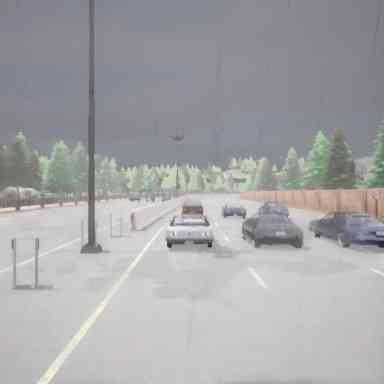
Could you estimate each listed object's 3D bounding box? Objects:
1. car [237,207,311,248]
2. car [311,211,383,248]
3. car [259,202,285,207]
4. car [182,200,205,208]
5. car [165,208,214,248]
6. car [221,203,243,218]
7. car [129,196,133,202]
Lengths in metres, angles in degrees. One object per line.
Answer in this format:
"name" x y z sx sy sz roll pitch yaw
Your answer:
"car" 3.401 1.570 14.694 1.994 1.385 4.181 0 0 0
"car" 6.901 1.560 14.712 2.033 1.411 5.357 0 0 0
"car" 7.106 1.561 29.363 2.033 1.411 5.357 0 0 1
"car" 0.108 1.482 29.526 1.882 1.535 5.008 0 0 1
"car" -0.099 1.613 14.706 1.895 1.301 4.718 0 0 0
"car" 3.607 1.614 29.475 1.895 1.301 4.718 0 0 1
"car" -12.841 1.566 74.834 1.895 1.301 4.718 0 0 1
